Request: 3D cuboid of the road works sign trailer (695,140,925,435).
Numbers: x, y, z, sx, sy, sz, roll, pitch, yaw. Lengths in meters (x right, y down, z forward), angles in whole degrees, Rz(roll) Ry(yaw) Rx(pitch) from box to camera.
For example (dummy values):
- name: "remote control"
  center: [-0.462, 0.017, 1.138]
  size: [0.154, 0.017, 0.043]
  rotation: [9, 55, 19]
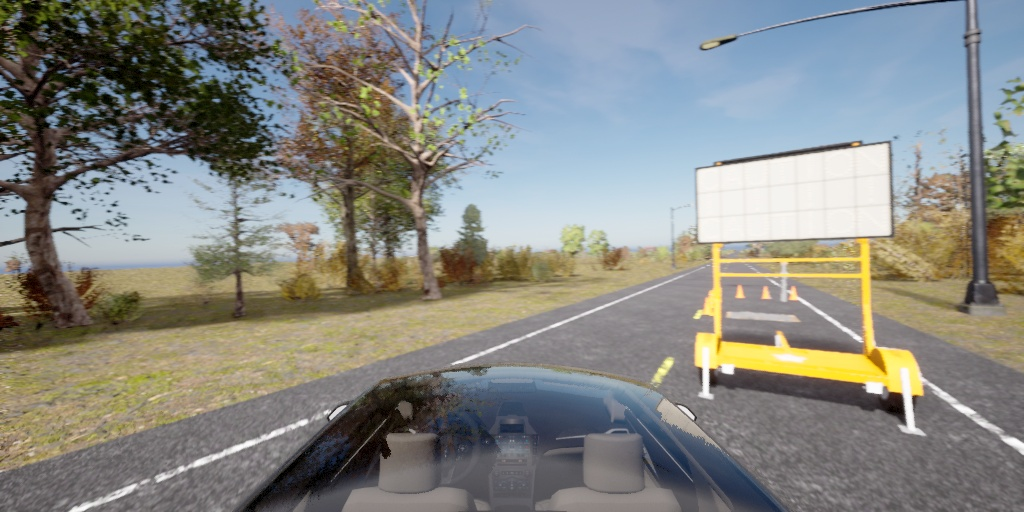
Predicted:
- name: "road works sign trailer"
  center: [4.328, 0.176, 5.660]
  size: [2.380, 3.560, 2.880]
  rotation: [0, 0, 33]
